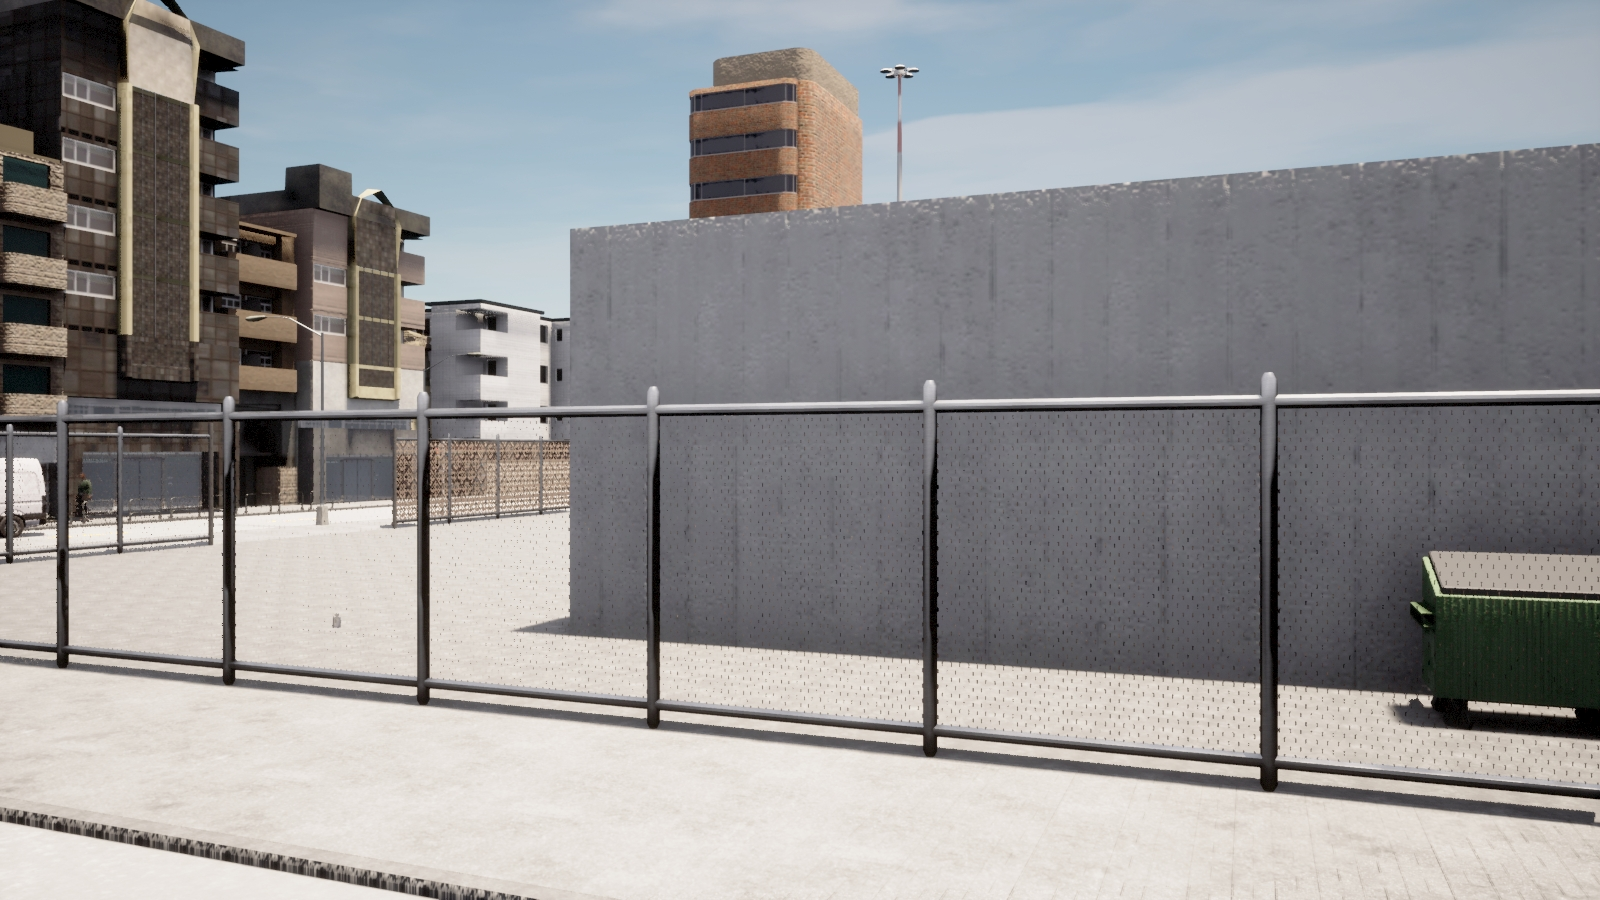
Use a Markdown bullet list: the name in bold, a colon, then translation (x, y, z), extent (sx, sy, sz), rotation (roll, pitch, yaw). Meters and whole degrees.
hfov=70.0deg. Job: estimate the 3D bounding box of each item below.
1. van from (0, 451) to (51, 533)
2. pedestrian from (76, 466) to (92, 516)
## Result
- **van**: translation (-26.517, 1.314, 35.024), extent (1.988, 2.561, 5.915), rotation (0, 0, 21)
- **pedestrian**: translation (-26.895, 1.523, 42.926), extent (0.375, 1.860, 0.375), rotation (0, 0, 14)
